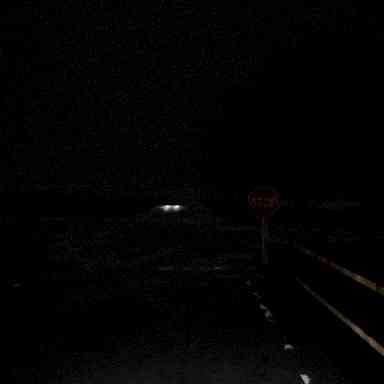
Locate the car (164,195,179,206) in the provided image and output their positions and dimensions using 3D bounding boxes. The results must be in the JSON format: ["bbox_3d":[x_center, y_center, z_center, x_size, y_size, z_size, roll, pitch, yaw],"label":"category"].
[{"bbox_3d":[-2.762,1.159,45.944,1.994,1.385,4.181,0,1,0],"label":"car"}]
